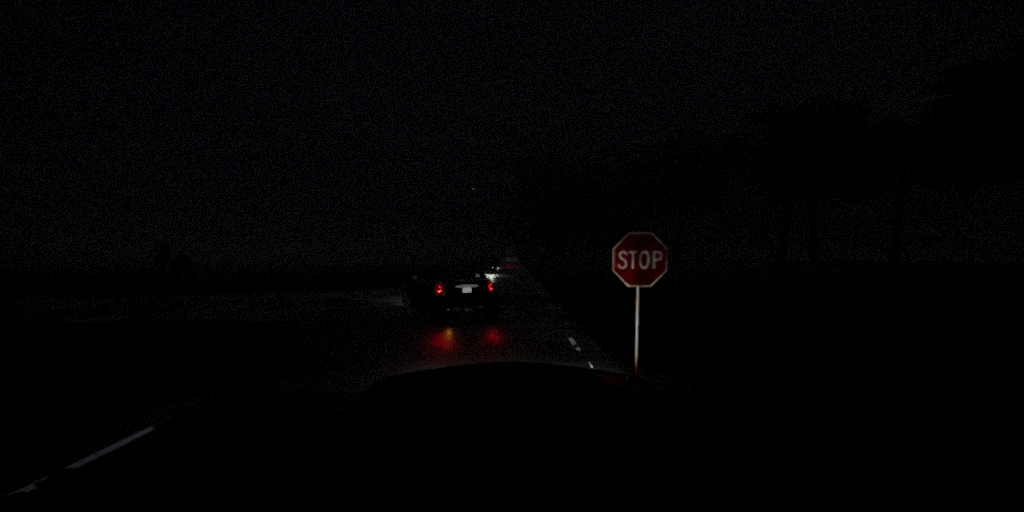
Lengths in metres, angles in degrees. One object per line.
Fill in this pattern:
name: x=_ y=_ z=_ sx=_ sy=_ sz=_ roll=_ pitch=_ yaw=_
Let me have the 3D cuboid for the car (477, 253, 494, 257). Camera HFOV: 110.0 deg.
car: x=-2.839 y=0.720 z=38.545 sx=2.150 sy=2.045 sz=5.566 roll=0 pitch=0 yaw=0

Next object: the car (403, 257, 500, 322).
car: x=-2.282 y=1.023 z=12.323 sx=2.097 sy=1.767 sz=4.553 roll=0 pitch=0 yaw=-27

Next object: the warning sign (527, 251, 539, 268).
warning sign: x=2.459 y=0.583 z=45.809 sx=1.300 sy=1.860 sz=1.060 roll=0 pitch=0 yaw=0

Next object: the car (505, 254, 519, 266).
car: x=0.012 y=0.652 z=61.671 sx=2.150 sy=2.045 sz=5.566 roll=0 pitch=0 yaw=0

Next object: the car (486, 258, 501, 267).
car: x=-2.805 y=0.985 z=56.570 sx=2.033 sy=1.411 sz=5.357 roll=0 pitch=0 yaw=0
